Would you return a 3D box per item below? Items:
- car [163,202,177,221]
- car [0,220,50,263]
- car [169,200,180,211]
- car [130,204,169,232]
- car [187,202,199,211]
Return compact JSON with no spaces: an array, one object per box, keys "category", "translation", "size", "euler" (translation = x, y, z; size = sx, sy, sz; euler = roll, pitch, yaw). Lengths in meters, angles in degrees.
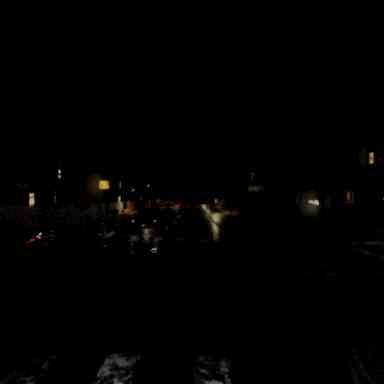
[{"category":"car","translation":[-2.819,1.948,31.541],"size":[1.994,1.385,4.181],"euler":[0,-1,1]},{"category":"car","translation":[-7.704,1.591,11.044],"size":[5.357,1.411,2.033],"euler":[0,2,-8]},{"category":"car","translation":[-2.817,1.987,40.585],"size":[1.882,1.535,5.008],"euler":[0,-1,0]},{"category":"car","translation":[-2.880,1.792,22.498],"size":[1.812,1.442,4.674],"euler":[0,-1,2]},{"category":"car","translation":[0.137,2.287,52.990],"size":[1.895,1.301,4.718],"euler":[0,-1,0]}]
